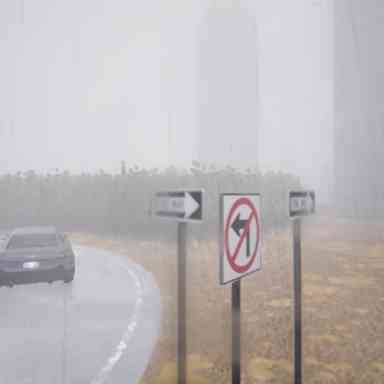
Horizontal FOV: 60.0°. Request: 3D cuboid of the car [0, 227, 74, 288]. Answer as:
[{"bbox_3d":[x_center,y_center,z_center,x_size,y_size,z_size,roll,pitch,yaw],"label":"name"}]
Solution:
[{"bbox_3d":[-4.520,1.686,9.591,1.994,1.385,4.181,0,-1,-23],"label":"car"}]
